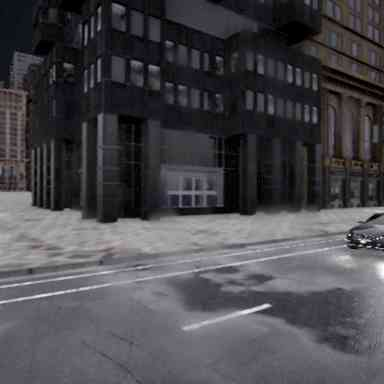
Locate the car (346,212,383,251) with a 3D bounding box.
[{"bbox_3d":[8.220,1.575,13.558,4.892,1.490,1.837,0,0,-36],"label":"car"}]
